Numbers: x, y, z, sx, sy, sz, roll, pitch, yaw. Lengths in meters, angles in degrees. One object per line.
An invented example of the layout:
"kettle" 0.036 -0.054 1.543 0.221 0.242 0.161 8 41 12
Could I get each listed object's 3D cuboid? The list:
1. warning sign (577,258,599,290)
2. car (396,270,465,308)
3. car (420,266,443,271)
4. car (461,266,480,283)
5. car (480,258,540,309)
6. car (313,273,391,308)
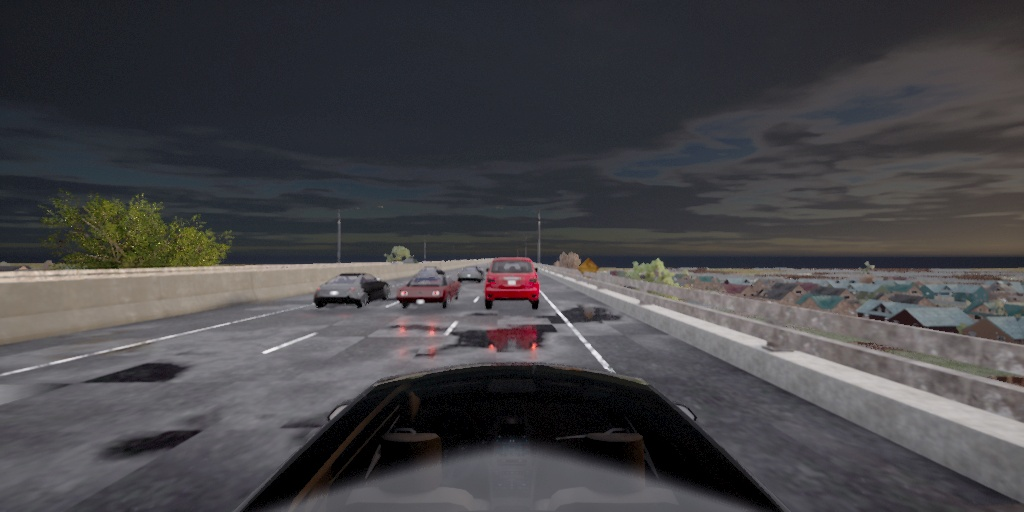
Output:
"warning sign" 4.551 1.046 21.456 1.300 1.860 1.060 0 0 0
"car" -3.497 1.482 15.949 1.895 1.301 4.718 0 0 0
"car" -6.994 1.581 31.135 1.994 1.385 4.181 0 0 0
"car" -3.495 1.581 31.121 1.994 1.385 4.181 0 0 0
"car" 0.001 1.097 15.874 2.150 2.045 5.566 0 0 0
"car" -6.994 1.447 16.129 1.994 1.385 4.181 0 0 0
